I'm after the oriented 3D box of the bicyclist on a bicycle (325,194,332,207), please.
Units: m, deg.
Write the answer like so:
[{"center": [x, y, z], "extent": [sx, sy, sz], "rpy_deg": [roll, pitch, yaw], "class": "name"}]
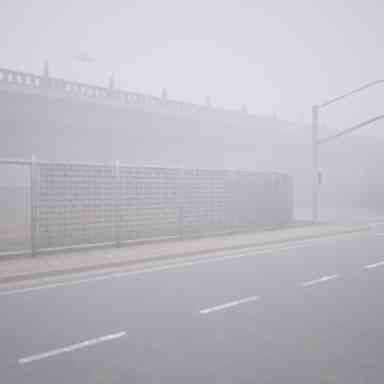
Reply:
[{"center": [17.781, 1.099, 43.336], "extent": [1.656, 1.620, 0.582], "rpy_deg": [-1, 0, -36], "class": "bicyclist on a bicycle"}]
